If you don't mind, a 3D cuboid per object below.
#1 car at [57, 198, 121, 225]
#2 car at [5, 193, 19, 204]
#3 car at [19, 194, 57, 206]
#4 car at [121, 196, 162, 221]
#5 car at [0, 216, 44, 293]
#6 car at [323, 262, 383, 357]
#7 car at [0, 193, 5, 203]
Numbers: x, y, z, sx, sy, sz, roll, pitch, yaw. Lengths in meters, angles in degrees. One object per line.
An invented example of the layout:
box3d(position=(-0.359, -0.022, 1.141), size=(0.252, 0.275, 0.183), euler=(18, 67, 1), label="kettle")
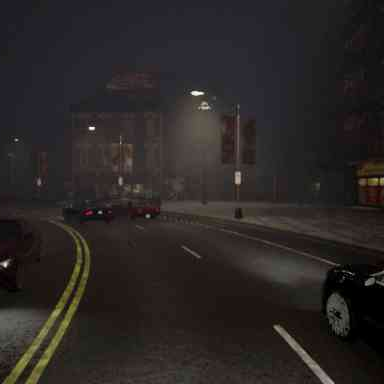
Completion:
box3d(position=(-6.663, 1.189, 21.003), size=(2.033, 1.411, 5.357), euler=(-1, 1, -35), label="car")
box3d(position=(-23.519, 0.804, 42.514), size=(4.674, 1.452, 2.002), euler=(0, 1, 23), label="car")
box3d(position=(-18.333, 0.917, 40.079), size=(4.718, 1.301, 1.895), euler=(1, 1, 33), label="car")
box3d(position=(-4.092, 1.203, 23.194), size=(1.895, 1.301, 4.718), euler=(-1, 1, -34), label="car")
box3d(position=(-4.950, 1.383, 8.345), size=(1.812, 1.442, 4.674), euler=(0, 1, -16), label="car")
box3d(position=(3.166, 1.427, 3.473), size=(2.128, 1.511, 4.902), euler=(0, 1, -5), label="car")
box3d(position=(-21.861, 0.928, 34.270), size=(4.892, 1.490, 1.837), euler=(0, 0, 30), label="car")
